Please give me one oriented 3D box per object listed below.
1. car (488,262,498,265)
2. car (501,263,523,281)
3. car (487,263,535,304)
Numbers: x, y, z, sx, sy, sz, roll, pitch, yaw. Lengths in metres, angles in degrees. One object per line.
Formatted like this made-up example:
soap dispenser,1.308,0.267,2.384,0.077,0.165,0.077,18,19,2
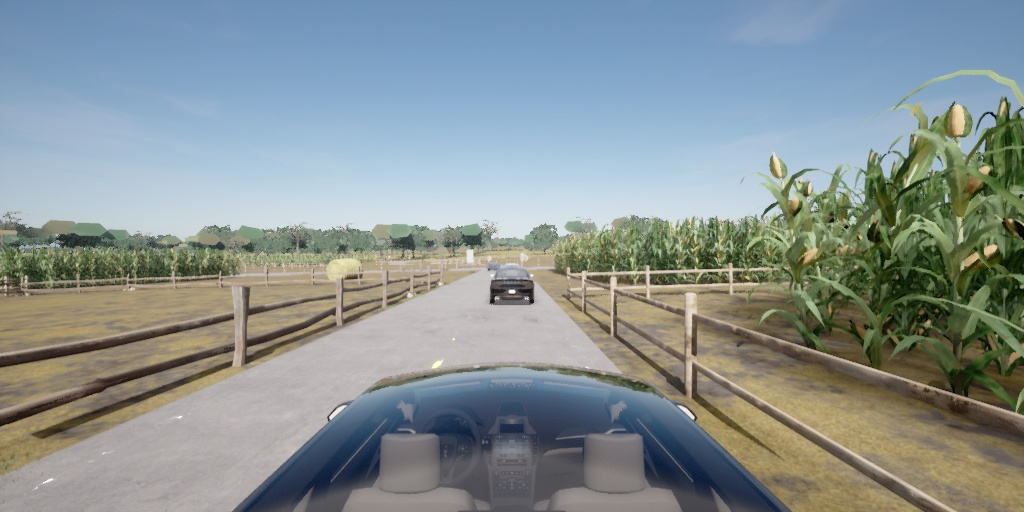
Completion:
car,-2.749,1.590,54.524,2.033,1.411,5.357,0,0,0
car,0.001,1.364,31.514,1.812,1.442,4.674,0,0,0
car,0.001,1.250,16.507,1.882,1.535,5.008,0,0,0
